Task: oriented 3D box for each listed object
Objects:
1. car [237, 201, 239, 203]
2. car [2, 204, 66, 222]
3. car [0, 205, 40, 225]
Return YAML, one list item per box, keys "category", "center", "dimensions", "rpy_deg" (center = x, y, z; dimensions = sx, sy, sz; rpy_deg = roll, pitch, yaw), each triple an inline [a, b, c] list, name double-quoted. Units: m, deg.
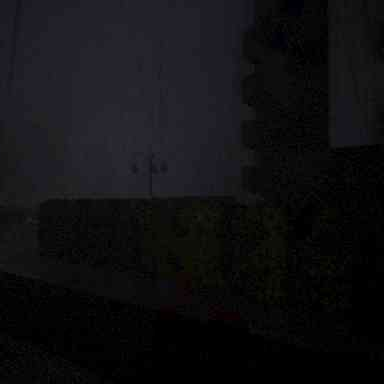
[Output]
- category: "car"
  center: [4.994, 1.678, 42.137]
  dimensions: [1.994, 1.385, 4.181]
  rpy_deg: [-1, 0, 37]
- category: "car"
  center: [-13.818, 1.787, 29.311]
  dimensions: [1.895, 1.301, 4.718]
  rpy_deg: [-1, 0, 37]
- category: "car"
  center: [-13.486, 1.713, 23.975]
  dimensions: [2.033, 1.411, 5.357]
  rpy_deg: [-1, 0, 37]
